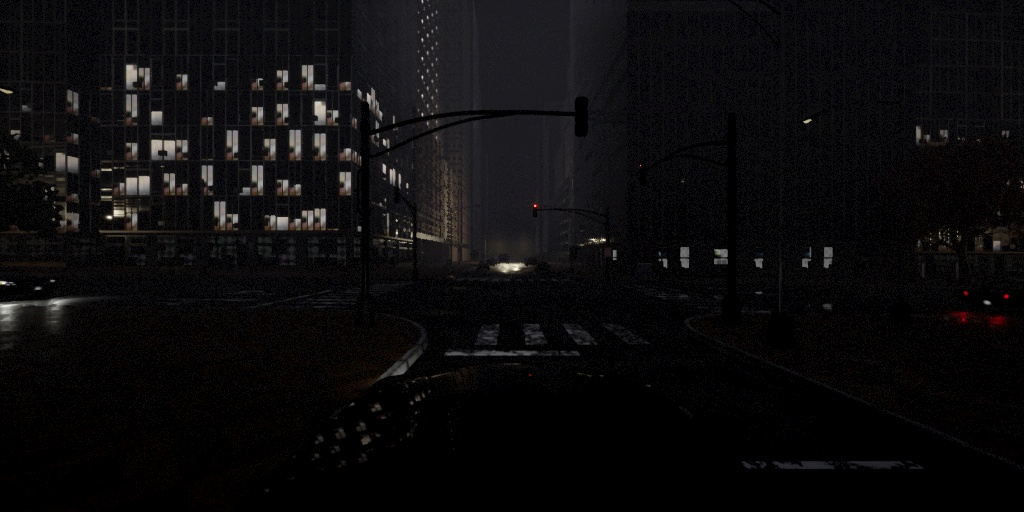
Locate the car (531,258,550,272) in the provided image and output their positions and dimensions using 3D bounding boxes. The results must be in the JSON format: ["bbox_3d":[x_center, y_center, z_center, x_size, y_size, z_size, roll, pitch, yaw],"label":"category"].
[{"bbox_3d":[3.878,1.329,46.557,1.948,1.339,4.313,0,0,0],"label":"car"}]

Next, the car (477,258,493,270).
[{"bbox_3d":[-4.081,1.342,52.040,1.802,1.307,4.207,0,0,0],"label":"car"}]

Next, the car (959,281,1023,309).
[{"bbox_3d":[23.144,1.794,15.900,4.718,1.301,1.895,1,0,-3],"label":"car"}]

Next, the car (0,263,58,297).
[{"bbox_3d":[-20.724,0.930,13.818,4.674,1.442,1.812,1,0,-3],"label":"car"}]
